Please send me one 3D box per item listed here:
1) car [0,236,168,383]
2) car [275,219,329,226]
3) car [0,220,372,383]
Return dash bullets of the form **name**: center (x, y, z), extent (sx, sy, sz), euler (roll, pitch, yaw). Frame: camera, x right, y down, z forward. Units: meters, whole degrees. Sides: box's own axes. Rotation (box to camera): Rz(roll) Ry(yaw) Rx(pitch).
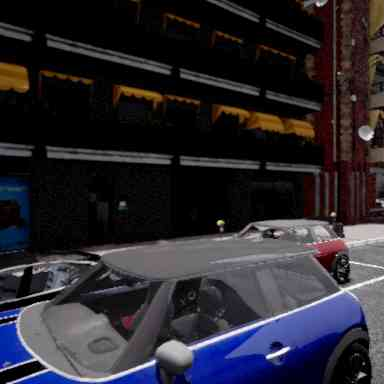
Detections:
- **car**: center (-2.694, 1.565, 4.638), extent (4.313, 1.339, 1.947), euler (0, 0, -36)
- **car**: center (1.915, 1.425, 7.926), extent (4.097, 1.590, 1.967), euler (0, 0, -36)
- **car**: center (-0.325, 1.348, 3.147), extent (4.553, 1.767, 2.097), euler (0, 0, -35)
